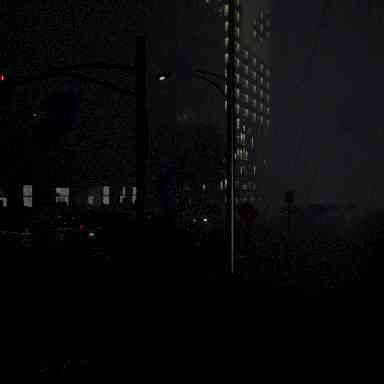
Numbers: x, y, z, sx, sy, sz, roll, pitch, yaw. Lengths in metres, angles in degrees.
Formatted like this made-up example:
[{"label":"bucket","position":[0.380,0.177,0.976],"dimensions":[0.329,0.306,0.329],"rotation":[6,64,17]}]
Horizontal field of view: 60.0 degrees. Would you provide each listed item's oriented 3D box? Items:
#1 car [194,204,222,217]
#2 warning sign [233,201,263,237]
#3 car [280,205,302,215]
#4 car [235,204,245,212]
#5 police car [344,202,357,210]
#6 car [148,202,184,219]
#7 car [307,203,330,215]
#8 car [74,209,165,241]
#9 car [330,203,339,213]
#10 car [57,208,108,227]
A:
[{"label":"car","position":[2.079,2.169,40.425],"dimensions":[1.812,1.442,4.674],"rotation":[0,-1,33]},{"label":"warning sign","position":[3.123,1.454,18.543],"dimensions":[1.300,1.860,1.060],"rotation":[1,1,33]},{"label":"car","position":[13.936,2.459,46.582],"dimensions":[1.895,1.301,4.718],"rotation":[0,-1,33]},{"label":"car","position":[7.508,2.386,48.802],"dimensions":[1.994,1.385,4.181],"rotation":[0,-1,34]},{"label":"police car","position":[31.476,2.738,65.848],"dimensions":[1.930,1.638,5.238],"rotation":[0,-1,33]},{"label":"car","position":[-2.779,1.835,32.877],"dimensions":[2.097,1.767,4.553],"rotation":[0,-1,33]},{"label":"car","position":[16.987,2.376,45.226],"dimensions":[1.837,1.490,4.892],"rotation":[0,-1,33]},{"label":"car","position":[-3.853,1.865,18.540],"dimensions":[1.895,1.301,4.718],"rotation":[0,-1,32]},{"label":"car","position":[22.516,2.529,53.841],"dimensions":[1.882,1.535,5.008],"rotation":[0,-1,33]},{"label":"car","position":[-7.694,1.921,25.234],"dimensions":[1.895,1.301,4.718],"rotation":[0,-1,33]}]
